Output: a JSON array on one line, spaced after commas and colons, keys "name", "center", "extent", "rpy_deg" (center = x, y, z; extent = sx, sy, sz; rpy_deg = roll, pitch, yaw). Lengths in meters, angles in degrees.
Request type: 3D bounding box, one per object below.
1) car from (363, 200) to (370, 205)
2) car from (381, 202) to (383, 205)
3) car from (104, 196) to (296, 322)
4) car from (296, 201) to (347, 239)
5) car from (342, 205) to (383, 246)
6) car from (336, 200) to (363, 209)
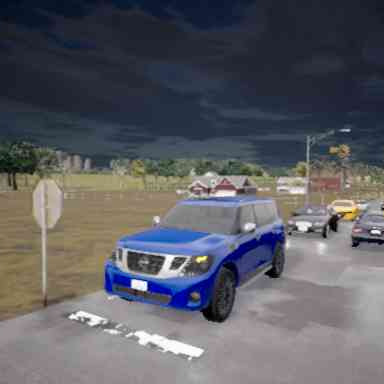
[{"name": "car", "center": [17.044, 1.484, 34.173], "extent": [1.895, 1.301, 4.718], "rpy_deg": [1, 1, 32]}, {"name": "car", "center": [21.595, 1.492, 36.048], "extent": [2.033, 1.411, 5.357], "rpy_deg": [1, 1, 32]}, {"name": "car", "center": [0.554, 1.138, 7.673], "extent": [2.150, 2.045, 5.566], "rpy_deg": [1, 0, 30]}, {"name": "car", "center": [6.307, 1.388, 17.060], "extent": [2.128, 1.511, 4.902], "rpy_deg": [1, 1, 32]}, {"name": "car", "center": [8.059, 1.510, 14.300], "extent": [2.033, 1.411, 5.357], "rpy_deg": [1, 1, 32]}, {"name": "car", "center": [11.688, 1.366, 25.664], "extent": [1.882, 1.535, 5.008], "rpy_deg": [1, 1, 32]}]
